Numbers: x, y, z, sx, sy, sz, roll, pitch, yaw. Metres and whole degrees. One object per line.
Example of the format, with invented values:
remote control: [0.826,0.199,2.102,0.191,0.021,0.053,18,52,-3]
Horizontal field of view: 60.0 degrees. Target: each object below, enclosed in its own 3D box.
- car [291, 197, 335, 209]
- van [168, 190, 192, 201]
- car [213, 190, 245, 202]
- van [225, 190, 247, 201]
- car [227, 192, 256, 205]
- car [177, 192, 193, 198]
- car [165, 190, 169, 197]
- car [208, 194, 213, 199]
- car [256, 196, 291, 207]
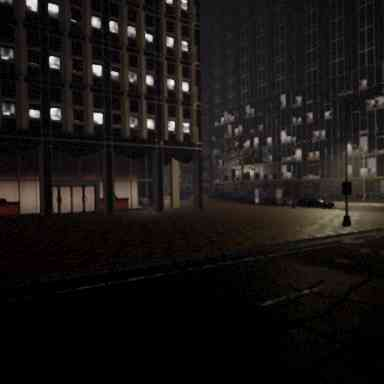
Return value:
car: [13.814,1.220,37.348,1.947,1.339,4.313,-1,1,-34]
van: [-2.118,0.730,60.877,1.690,1.788,3.998,-1,1,-34]
car: [6.060,0.783,53.518,2.097,1.767,4.553,-2,1,-34]
van: [8.006,0.596,60.912,1.690,1.788,3.998,-1,1,-34]
car: [7.461,1.114,46.776,1.947,1.339,4.313,-1,1,-34]
car: [-1.615,0.675,74.992,1.802,1.307,4.206,-1,1,-34]
car: [-4.825,0.354,79.679,2.192,1.841,5.009,-1,1,-34]
car: [4.801,0.784,65.607,1.802,1.307,4.206,-1,1,-34]
car: [10.620,1.183,42.052,1.802,1.307,4.206,-1,1,-34]
